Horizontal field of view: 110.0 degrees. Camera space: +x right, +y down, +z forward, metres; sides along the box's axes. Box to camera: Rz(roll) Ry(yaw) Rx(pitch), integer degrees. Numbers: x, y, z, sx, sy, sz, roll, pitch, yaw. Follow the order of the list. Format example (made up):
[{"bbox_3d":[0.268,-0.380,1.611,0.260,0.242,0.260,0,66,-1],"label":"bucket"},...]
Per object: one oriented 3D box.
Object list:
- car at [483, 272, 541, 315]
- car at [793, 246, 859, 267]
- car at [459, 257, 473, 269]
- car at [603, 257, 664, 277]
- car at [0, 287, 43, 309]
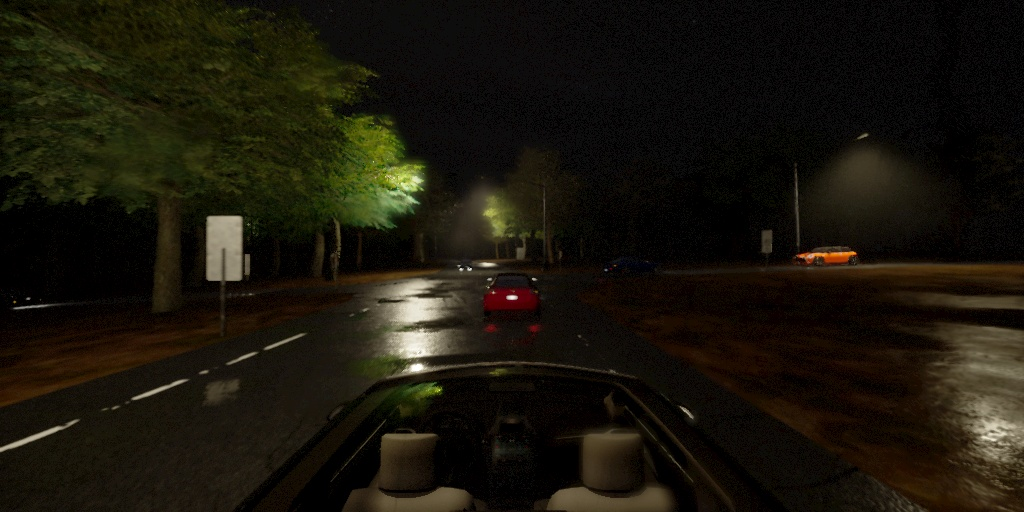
[{"bbox_3d":[0.010,1.300,13.515,1.994,1.385,4.181,0,0,0],"label":"car"},{"bbox_3d":[27.368,-0.002,31.429,4.553,1.767,2.097,-2,-1,0],"label":"car"},{"bbox_3d":[-6.960,1.135,54.227,2.033,1.411,5.357,0,0,-7],"label":"car"},{"bbox_3d":[9.163,0.767,27.119,4.674,1.442,1.812,-2,-1,-16],"label":"car"},{"bbox_3d":[-33.958,2.741,23.441,4.181,1.385,1.994,-3,0,-8],"label":"car"}]
